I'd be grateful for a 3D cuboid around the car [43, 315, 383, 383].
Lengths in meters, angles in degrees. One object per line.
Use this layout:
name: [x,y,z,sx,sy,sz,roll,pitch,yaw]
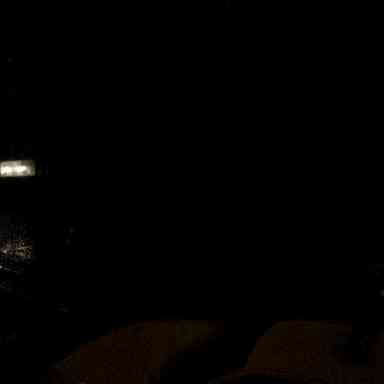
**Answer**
car: [0.841,1.520,2.245,4.829,1.417,1.752,1,1,37]
